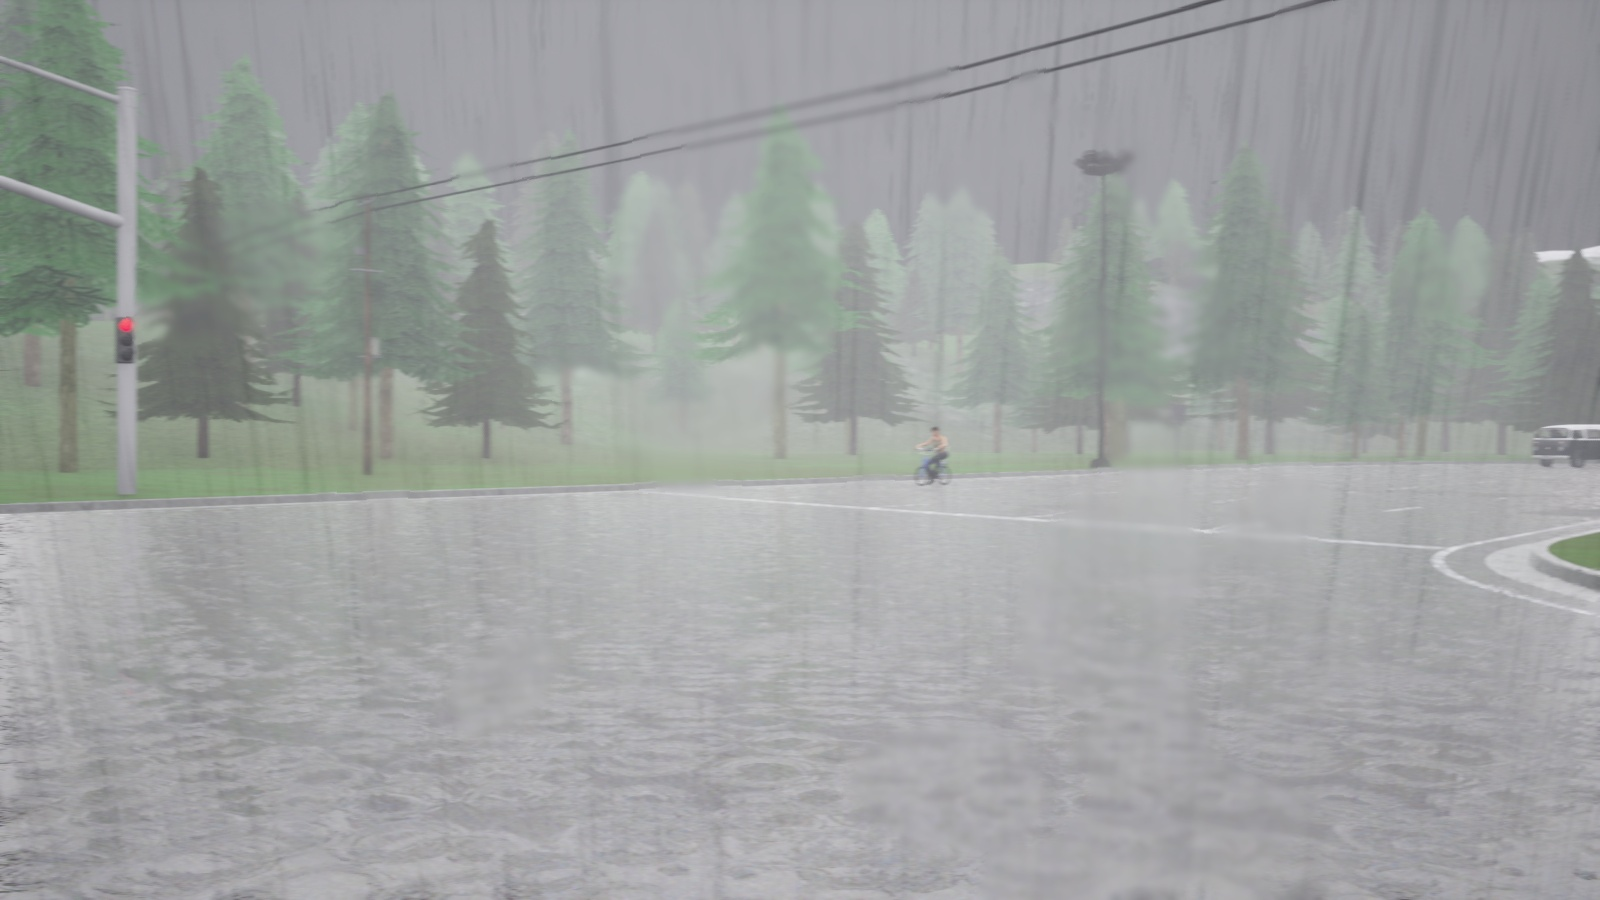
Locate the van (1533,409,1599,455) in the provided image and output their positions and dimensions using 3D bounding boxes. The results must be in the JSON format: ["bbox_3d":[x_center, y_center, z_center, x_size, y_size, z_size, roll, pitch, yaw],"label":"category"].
[{"bbox_3d":[36.686,-0.852,58.644,4.480,2.038,2.069,-1,1,-26],"label":"van"}]

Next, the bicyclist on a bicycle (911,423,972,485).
[{"bbox_3d":[3.813,0.095,33.792,1.509,1.612,0.866,-1,1,-45],"label":"bicyclist on a bicycle"}]
